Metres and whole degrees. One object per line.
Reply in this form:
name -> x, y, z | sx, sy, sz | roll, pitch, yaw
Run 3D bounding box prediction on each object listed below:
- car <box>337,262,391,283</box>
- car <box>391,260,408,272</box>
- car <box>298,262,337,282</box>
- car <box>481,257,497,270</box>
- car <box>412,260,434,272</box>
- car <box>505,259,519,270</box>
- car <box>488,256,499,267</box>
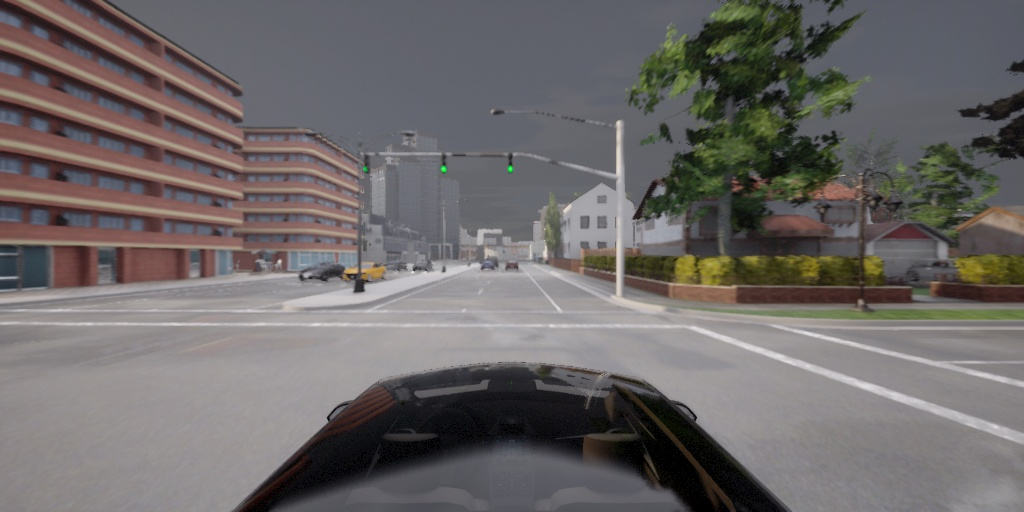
car -> -11.578, 1.231, 28.532 | 1.882, 1.535, 5.008 | 0, 0, 0
car -> -15.035, 1.248, 46.605 | 2.128, 1.511, 4.902 | 0, 0, 1
car -> -15.077, 1.243, 28.778 | 2.128, 1.511, 4.902 | 0, 0, 0
car -> -3.494, 1.282, 51.971 | 1.812, 1.442, 4.674 | 0, 0, 0
car -> -11.534, 1.261, 46.683 | 1.837, 1.490, 4.892 | 0, 0, 1
car -> 0.007, 1.234, 51.572 | 1.882, 1.535, 5.008 | 0, 0, 0
car -> -3.480, 0.983, 64.217 | 2.150, 2.045, 5.566 | 0, 0, 0
